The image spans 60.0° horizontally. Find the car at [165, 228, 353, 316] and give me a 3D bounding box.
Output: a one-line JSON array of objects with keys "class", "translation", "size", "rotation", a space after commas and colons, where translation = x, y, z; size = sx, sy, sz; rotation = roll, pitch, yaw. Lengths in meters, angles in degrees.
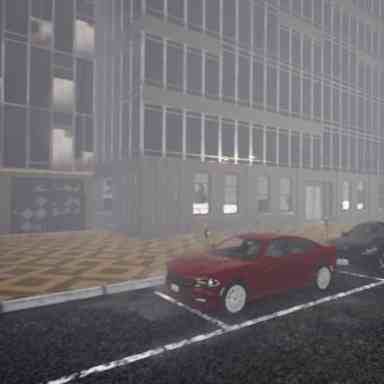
[{"class": "car", "translation": [1.516, 1.597, 7.630], "size": [4.507, 1.381, 1.887], "rotation": [1, 0, -35]}]

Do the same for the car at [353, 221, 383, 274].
[{"class": "car", "translation": [6.154, 1.671, 10.930], "size": [4.313, 1.339, 1.947], "rotation": [1, 0, -35]}]
